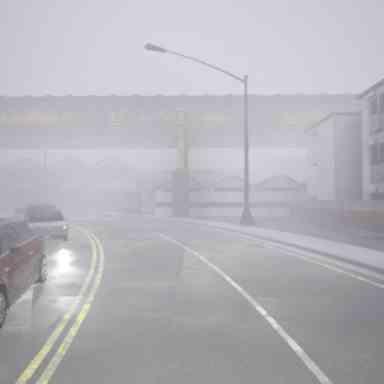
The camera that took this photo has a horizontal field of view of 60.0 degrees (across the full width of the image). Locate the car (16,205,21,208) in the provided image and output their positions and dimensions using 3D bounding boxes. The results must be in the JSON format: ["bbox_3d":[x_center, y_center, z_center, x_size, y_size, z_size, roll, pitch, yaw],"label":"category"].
[{"bbox_3d":[-17.536,1.871,36.033,4.902,1.511,2.128,-2,-2,40],"label":"car"}]

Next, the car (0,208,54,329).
[{"bbox_3d":[-4.419,1.391,6.602,2.097,1.767,4.553,0,0,-11],"label":"car"}]

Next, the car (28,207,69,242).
[{"bbox_3d":[-7.236,1.661,16.569,1.895,1.301,4.718,1,0,-24],"label":"car"}]

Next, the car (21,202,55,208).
[{"bbox_3d":[-10.518,1.586,23.531,1.882,1.535,5.008,1,-1,-33],"label":"car"}]
